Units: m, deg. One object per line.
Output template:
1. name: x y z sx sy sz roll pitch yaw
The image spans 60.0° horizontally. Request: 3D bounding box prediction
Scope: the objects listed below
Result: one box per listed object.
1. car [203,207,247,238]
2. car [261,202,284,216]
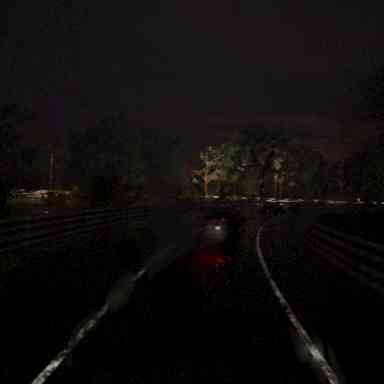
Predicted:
1. car: 1.911 1.597 18.536 1.837 1.490 4.892 0 -1 15
2. car: 9.511 1.965 39.081 1.812 1.442 4.674 1 -1 29
